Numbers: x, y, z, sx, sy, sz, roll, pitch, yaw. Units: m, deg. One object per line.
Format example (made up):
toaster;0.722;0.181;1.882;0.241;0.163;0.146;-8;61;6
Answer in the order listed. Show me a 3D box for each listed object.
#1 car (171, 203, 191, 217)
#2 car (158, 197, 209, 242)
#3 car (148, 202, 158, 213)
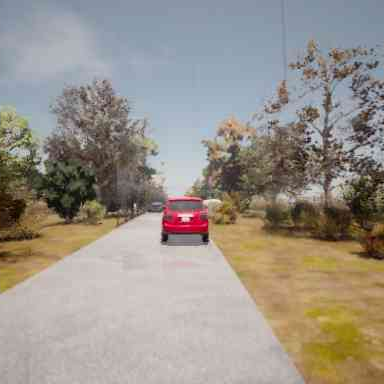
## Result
car;-1.181;1.862;35.221;1.895;1.301;4.718;0;-1;-2
car;-0.379;1.279;16.992;2.150;2.045;5.566;0;0;-2
car;-4.433;1.950;42.274;1.994;1.385;4.181;0;-1;-2
